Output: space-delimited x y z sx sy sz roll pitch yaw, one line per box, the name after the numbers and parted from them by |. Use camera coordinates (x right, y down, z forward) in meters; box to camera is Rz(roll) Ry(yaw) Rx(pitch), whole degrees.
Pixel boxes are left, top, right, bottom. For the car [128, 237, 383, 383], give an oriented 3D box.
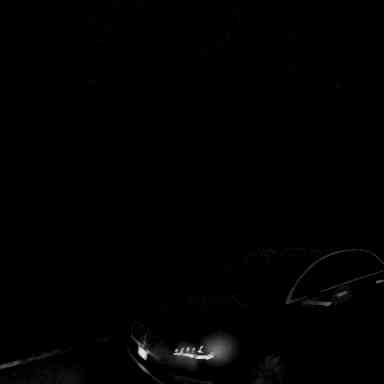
1.458 1.508 4.979 4.892 1.490 1.837 1 0 -35 | car
